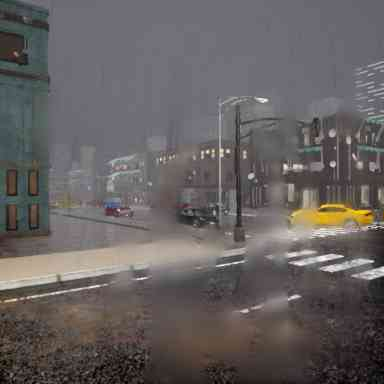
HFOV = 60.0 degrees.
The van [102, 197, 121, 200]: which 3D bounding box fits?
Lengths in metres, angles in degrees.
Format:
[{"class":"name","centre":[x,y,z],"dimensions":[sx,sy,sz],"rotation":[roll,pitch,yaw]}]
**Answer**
[{"class":"van","centre":[-13.760,1.907,58.435],"dimensions":[1.690,1.788,3.998],"rotation":[-1,0,-35]}]

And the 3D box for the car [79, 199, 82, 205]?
[{"class":"car","centre":[-26.548,2.364,76.507],"dimensions":[1.947,1.339,4.313],"rotation":[-1,0,-35]}]

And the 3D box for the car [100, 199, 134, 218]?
[{"class":"car","centre":[-7.804,1.846,35.521],"dimensions":[1.967,1.590,4.097],"rotation":[-1,0,-35]}]

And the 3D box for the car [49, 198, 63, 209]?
[{"class":"car","centre":[-23.694,2.233,57.971],"dimensions":[1.752,1.417,4.829],"rotation":[-1,0,-35]}]

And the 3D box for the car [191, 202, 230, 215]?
[{"class":"car","centre":[2.235,1.810,35.847],"dimensions":[2.008,1.369,4.403],"rotation":[-2,0,-35]}]

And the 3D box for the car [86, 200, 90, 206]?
[{"class":"car","centre":[-20.152,2.228,67.471],"dimensions":[1.887,1.381,4.507],"rotation":[-1,0,-35]}]

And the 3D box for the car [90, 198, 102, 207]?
[{"class":"car","centre":[-16.959,1.940,62.953],"dimensions":[2.192,1.841,5.009],"rotation":[-1,0,-35]}]

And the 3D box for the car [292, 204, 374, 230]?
[{"class":"car","centre":[9.076,1.570,21.824],"dimensions":[5.008,1.535,1.882],"rotation":[-2,1,38]}]

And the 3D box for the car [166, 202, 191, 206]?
[{"class":"car","centre":[-0.962,1.904,40.366],"dimensions":[1.802,1.307,4.206],"rotation":[-2,0,-35]}]

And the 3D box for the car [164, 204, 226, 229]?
[{"class":"car","centre":[0.118,1.814,24.125],"dimensions":[1.947,1.339,4.313],"rotation":[-1,0,-35]}]

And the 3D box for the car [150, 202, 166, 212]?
[{"class":"car","centre":[-4.160,1.966,44.883],"dimensions":[1.802,1.307,4.206],"rotation":[-1,0,-35]}]
